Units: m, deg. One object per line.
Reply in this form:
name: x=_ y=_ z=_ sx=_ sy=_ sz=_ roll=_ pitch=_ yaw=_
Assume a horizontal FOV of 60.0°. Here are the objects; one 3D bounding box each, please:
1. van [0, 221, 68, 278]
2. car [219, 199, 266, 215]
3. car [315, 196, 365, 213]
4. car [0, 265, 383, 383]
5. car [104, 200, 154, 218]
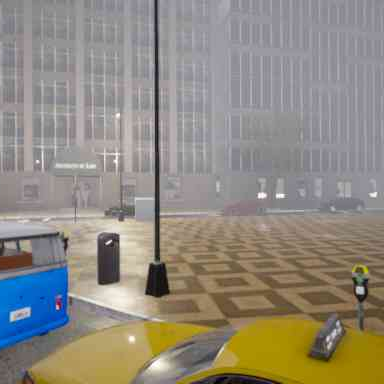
van: x=-3.722 y=1.343 z=5.372 sx=3.998 sy=1.788 sz=1.690 roll=0 pitch=0 yaw=35
car: x=4.553 y=1.319 z=29.924 sx=4.181 sy=1.385 sz=1.994 roll=0 pitch=0 yaw=-14
car: x=14.411 y=1.190 z=32.367 sx=4.892 sy=1.490 sz=1.837 roll=-1 pitch=0 yaw=-14
car: x=0.649 y=1.525 z=2.263 sx=4.829 sy=1.417 sz=1.752 roll=0 pitch=0 yaw=35
car: x=-5.161 y=1.394 z=27.499 sx=4.181 sy=1.385 sz=1.994 roll=0 pitch=0 yaw=-14
